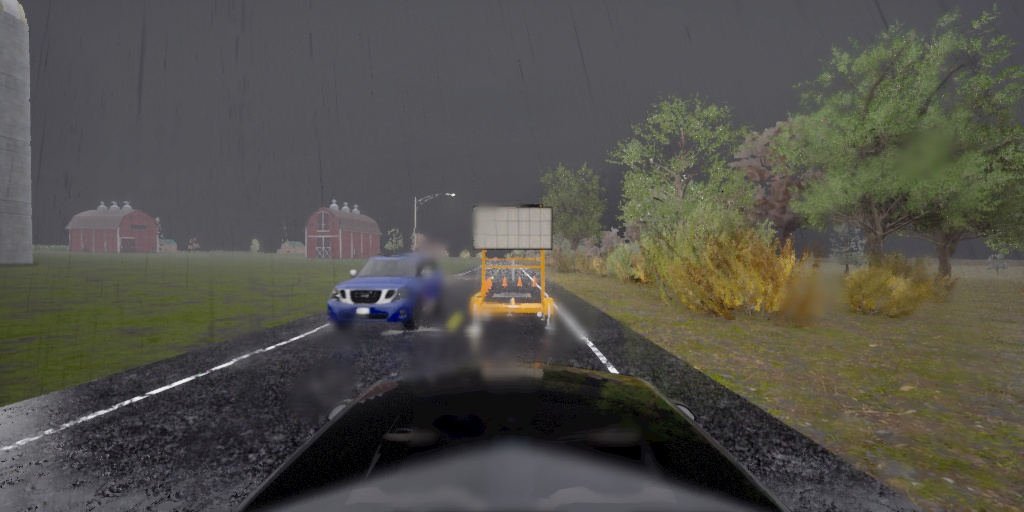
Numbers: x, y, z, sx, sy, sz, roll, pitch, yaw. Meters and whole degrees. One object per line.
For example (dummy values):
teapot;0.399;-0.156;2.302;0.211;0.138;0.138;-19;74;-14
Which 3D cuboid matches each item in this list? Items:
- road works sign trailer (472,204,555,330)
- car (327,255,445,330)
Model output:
road works sign trailer;0.038;0.212;11.107;2.380;3.560;2.880;0;0;0
car;-3.585;0.969;11.409;2.150;2.045;5.566;0;0;0
